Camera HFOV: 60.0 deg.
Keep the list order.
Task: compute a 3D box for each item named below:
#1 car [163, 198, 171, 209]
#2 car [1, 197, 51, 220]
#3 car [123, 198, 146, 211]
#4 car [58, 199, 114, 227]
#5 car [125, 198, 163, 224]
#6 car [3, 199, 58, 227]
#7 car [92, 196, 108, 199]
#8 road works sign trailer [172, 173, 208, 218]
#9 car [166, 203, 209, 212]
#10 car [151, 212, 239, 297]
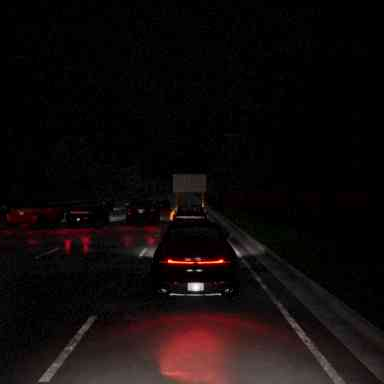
[{"bbox_3d":[-3.704,1.480,41.550,1.882,1.535,5.008,0,0,0],"label":"car"},{"bbox_3d":[-14.101,1.353,28.626,2.097,1.767,4.553,0,0,0],"label":"car"},{"bbox_3d":[-7.210,1.549,42.131,2.033,1.411,5.357,0,0,-1],"label":"car"},{"bbox_3d":[-7.054,1.491,23.011,2.128,1.511,4.902,0,0,0],"label":"car"},{"bbox_3d":[-3.558,1.356,24.753,2.097,1.767,4.553,0,0,-2],"label":"car"},{"bbox_3d":[-10.553,1.353,22.746,2.097,1.767,4.553,0,0,0],"label":"car"},{"bbox_3d":[-10.686,1.355,39.385,2.097,1.767,4.553,0,0,0],"label":"car"},{"bbox_3d":[-0.169,0.466,22.830,2.380,3.560,2.880,0,0,-3],"label":"road works sign trailer"},{"bbox_3d":[-0.045,1.489,18.960,2.128,1.511,4.902,0,0,1],"label":"car"},{"bbox_3d":[0.054,1.505,8.574,1.837,1.490,4.892,0,0,0],"label":"car"}]
